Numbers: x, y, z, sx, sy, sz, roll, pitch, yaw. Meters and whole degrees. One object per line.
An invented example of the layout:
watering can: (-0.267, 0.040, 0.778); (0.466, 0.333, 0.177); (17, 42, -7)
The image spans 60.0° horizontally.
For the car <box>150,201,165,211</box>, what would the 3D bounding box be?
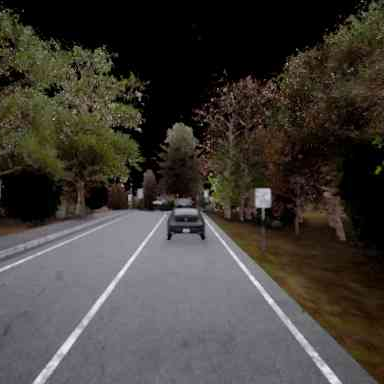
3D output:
car: (-4.721, 1.932, 45.973); (1.882, 1.535, 5.008); (0, -3, -2)

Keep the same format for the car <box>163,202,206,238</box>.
car: (-0.326, 1.502, 17.498); (1.837, 1.490, 4.892); (0, 0, -2)

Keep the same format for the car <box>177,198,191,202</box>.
car: (-0.874, 1.461, 37.173); (2.097, 1.767, 4.553); (0, -1, -1)
